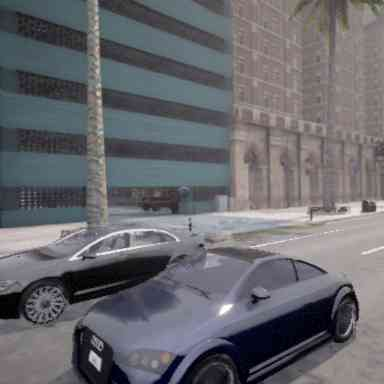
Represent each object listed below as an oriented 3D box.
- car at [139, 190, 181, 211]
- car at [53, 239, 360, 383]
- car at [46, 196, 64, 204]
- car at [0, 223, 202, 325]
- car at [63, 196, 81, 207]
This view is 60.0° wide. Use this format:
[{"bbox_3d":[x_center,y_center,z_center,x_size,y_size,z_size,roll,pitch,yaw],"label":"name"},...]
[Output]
[{"bbox_3d":[-2.745,0.853,34.399,5.566,2.045,2.435,-1,0,-41],"label":"car"},{"bbox_3d":[0.555,1.529,4.683,4.181,1.385,1.994,-1,1,-39],"label":"car"},{"bbox_3d":[-22.719,1.375,56.917,4.786,1.482,2.161,-1,0,-41],"label":"car"},{"bbox_3d":[-1.868,1.475,7.225,4.902,1.511,2.128,-1,1,-38],"label":"car"},{"bbox_3d":[-15.454,1.380,47.863,4.718,1.301,1.895,-1,0,-41],"label":"car"}]
